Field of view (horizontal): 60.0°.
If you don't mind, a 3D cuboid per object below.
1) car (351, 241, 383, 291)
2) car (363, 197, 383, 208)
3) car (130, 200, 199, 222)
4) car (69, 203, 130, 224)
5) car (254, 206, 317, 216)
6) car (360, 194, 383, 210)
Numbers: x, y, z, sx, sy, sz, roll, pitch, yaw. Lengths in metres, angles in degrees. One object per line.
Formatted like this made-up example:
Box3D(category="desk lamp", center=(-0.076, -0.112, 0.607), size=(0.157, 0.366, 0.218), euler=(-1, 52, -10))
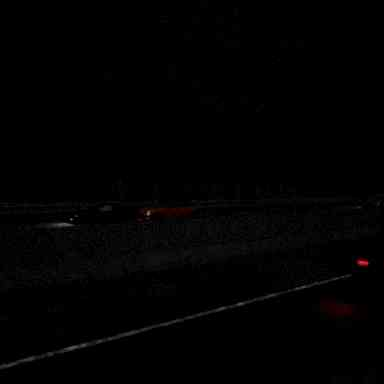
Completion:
Box3D(category="car", center=(5.987, 1.571, 8.006), size=(5.357, 1.411, 2.033), euler=(0, 0, -35))
Box3D(category="car", center=(27.446, 1.477, 49.264), size=(4.674, 1.442, 1.812), euler=(0, 0, -35))
Box3D(category="car", center=(-1.782, 1.378, 24.200), size=(4.553, 1.767, 2.097), euler=(0, 0, -35))
Box3D(category="car", center=(-6.411, 1.570, 25.201), size=(5.357, 1.411, 2.033), euler=(0, 0, -36))
Box3D(category="car", center=(6.042, 1.575, 21.177), size=(5.357, 1.411, 2.033), euler=(0, 0, -35))
Box3D(category="car", center=(20.355, 1.227, 35.655), size=(5.566, 2.045, 2.150), euler=(0, 0, -35))
